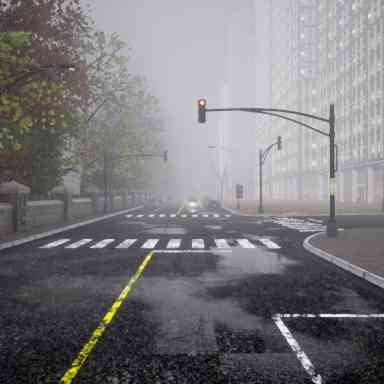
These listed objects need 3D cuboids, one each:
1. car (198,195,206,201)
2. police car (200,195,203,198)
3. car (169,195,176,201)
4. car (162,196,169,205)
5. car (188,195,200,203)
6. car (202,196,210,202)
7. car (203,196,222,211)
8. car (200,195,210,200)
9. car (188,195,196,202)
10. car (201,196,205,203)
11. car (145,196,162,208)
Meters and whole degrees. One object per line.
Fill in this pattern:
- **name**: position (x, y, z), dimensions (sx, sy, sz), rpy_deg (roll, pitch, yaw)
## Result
- **car**: position (2.742, 1.641, 92.232), dimensions (2.008, 1.369, 4.403), rpy_deg (0, 0, 0)
- **police car**: position (3.173, 1.477, 69.963), dimensions (1.930, 1.638, 5.238), rpy_deg (0, 0, 0)
- **car**: position (-5.642, 1.625, 86.605), dimensions (1.887, 1.381, 4.507), rpy_deg (0, 0, 0)
- **car**: position (-5.657, 1.477, 58.444), dimensions (1.967, 1.590, 4.097), rpy_deg (0, 0, 0)
- **car**: position (0.084, 1.565, 71.064), dimensions (2.128, 1.511, 4.902), rpy_deg (0, 0, 0)
- **car**: position (3.191, 1.589, 76.853), dimensions (1.812, 1.442, 4.674), rpy_deg (0, 0, 0)
- **car**: position (2.713, 1.586, 41.541), dimensions (1.947, 1.339, 4.313), rpy_deg (0, 0, 0)
- **car**: position (2.720, 1.597, 52.807), dimensions (1.947, 1.339, 4.313), rpy_deg (0, 0, 0)
- **car**: position (0.043, 1.569, 80.081), dimensions (1.837, 1.490, 4.892), rpy_deg (0, 0, 0)
- **car**: position (2.717, 1.591, 47.174), dimensions (1.947, 1.339, 4.313), rpy_deg (0, 0, 0)
- **car**: position (-5.664, 1.607, 47.179), dimensions (1.802, 1.307, 4.206), rpy_deg (0, 0, 0)
